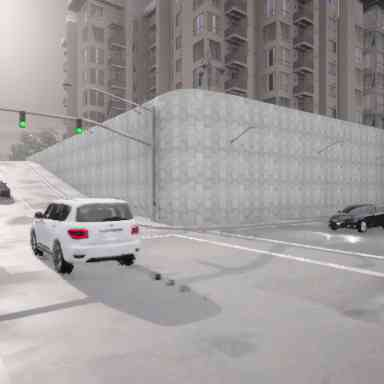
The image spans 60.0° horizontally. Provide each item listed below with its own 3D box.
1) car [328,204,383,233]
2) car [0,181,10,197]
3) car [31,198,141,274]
[{"bbox_3d":[10.057,1.505,19.779,4.892,1.490,1.837,0,0,-36],"label":"car"},{"bbox_3d":[-18.636,-0.408,31.710,1.994,1.385,4.181,0,10,-36],"label":"car"},{"bbox_3d":[-3.685,1.226,10.921,2.150,2.045,5.566,0,0,-36],"label":"car"}]
